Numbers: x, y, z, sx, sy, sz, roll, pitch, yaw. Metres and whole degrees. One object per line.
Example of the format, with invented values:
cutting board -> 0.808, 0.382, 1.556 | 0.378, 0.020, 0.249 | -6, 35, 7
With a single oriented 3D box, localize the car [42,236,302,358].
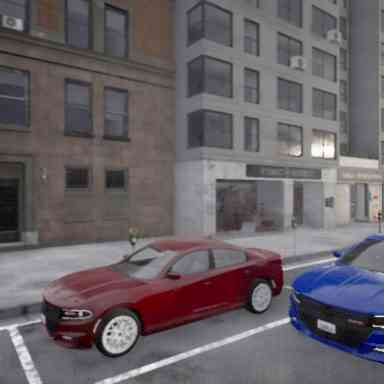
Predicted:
car -> -0.262, 1.542, 6.000 | 4.507, 1.381, 1.887 | 0, 0, -35

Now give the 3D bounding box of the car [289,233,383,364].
car -> 3.770, 1.471, 5.758 | 5.008, 1.535, 1.882 | 0, 0, -36
